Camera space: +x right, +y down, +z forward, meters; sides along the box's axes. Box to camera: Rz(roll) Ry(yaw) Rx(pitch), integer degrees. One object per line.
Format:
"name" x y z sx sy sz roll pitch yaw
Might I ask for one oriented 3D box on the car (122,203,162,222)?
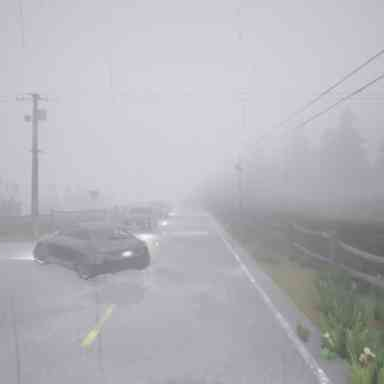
"car" -3.367 1.685 22.010 1.837 1.490 4.892 0 0 1

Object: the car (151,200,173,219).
"car" -3.273 1.613 31.931 2.097 1.767 4.553 0 0 0

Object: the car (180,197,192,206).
"car" -1.186 1.918 67.279 2.097 1.767 4.553 0 0 -6

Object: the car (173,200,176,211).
"car" -3.335 1.861 43.491 1.837 1.490 4.892 0 -1 -1

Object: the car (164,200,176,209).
"car" -3.665 2.055 55.640 1.895 1.301 4.718 0 0 -2

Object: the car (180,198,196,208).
"car" -0.466 1.820 57.226 2.097 1.767 4.553 0 0 -4

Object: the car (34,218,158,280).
"car" -3.196 1.631 10.330 4.181 1.385 1.994 0 -1 44
